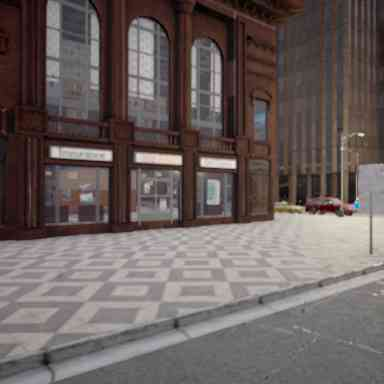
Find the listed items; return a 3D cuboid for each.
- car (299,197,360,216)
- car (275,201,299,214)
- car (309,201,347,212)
[{"bbox_3d":[13.781,1.470,33.397,2.192,1.841,5.009,-1,0,-35],"label":"car"},{"bbox_3d":[10.647,1.746,37.858,1.752,1.417,4.829,-1,0,-35],"label":"car"},{"bbox_3d":[17.520,1.830,42.907,1.802,1.307,4.206,-1,0,-35],"label":"car"}]
